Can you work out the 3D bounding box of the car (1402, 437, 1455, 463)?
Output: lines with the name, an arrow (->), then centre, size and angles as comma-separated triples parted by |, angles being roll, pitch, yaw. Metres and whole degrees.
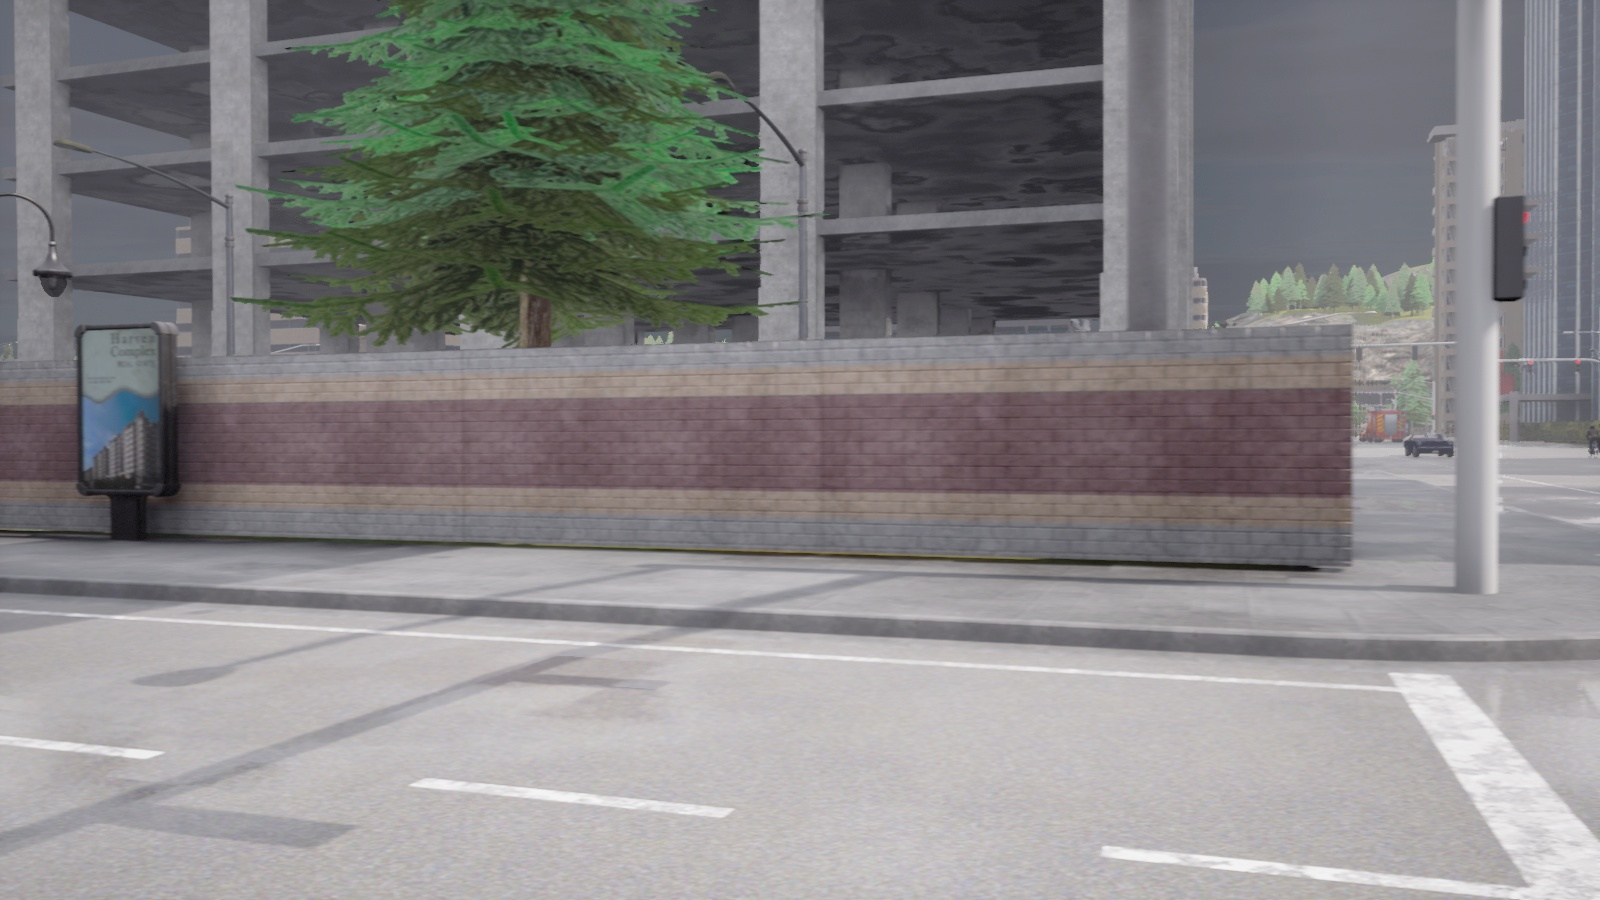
car -> 33.316, -0.016, 66.683 | 1.895, 1.301, 4.718 | 1, 1, 19
